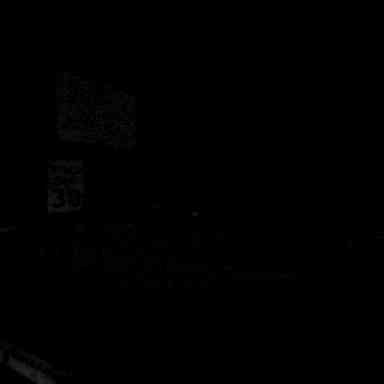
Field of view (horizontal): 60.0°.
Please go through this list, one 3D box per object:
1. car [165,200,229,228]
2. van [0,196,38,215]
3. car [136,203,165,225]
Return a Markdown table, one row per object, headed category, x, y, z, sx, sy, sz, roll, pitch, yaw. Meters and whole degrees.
| category | x | y | z | sx | sy | sz | roll | pitch | yaw |
| --- | --- | --- | --- | --- | --- | --- | --- | --- | --- |
| car | 0.636 | 1.342 | 22.153 | 2.185 | 1.767 | 4.553 | 0 | 0 | 35 |
| van | -19.066 | 1.428 | 35.803 | 1.878 | 1.987 | 4.442 | -1 | -1 | 35 |
| car | -1.986 | 1.515 | 23.936 | 2.002 | 1.452 | 4.674 | 0 | 0 | 35 |
